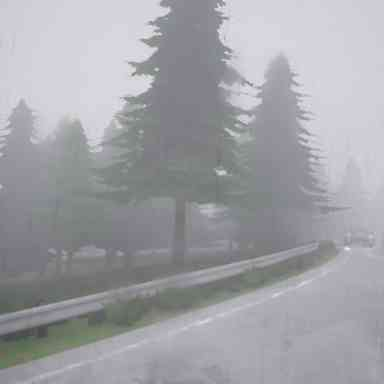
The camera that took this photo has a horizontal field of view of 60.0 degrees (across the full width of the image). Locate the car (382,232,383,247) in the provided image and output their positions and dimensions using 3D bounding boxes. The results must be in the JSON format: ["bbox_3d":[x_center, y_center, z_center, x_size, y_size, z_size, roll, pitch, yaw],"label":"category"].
[{"bbox_3d":[20.784,4.699,33.978,2.150,2.045,5.566,1,-7,32],"label":"car"}]

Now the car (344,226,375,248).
[{"bbox_3d":[13.927,3.679,27.894,2.097,1.767,4.553,1,-7,23],"label":"car"}]
